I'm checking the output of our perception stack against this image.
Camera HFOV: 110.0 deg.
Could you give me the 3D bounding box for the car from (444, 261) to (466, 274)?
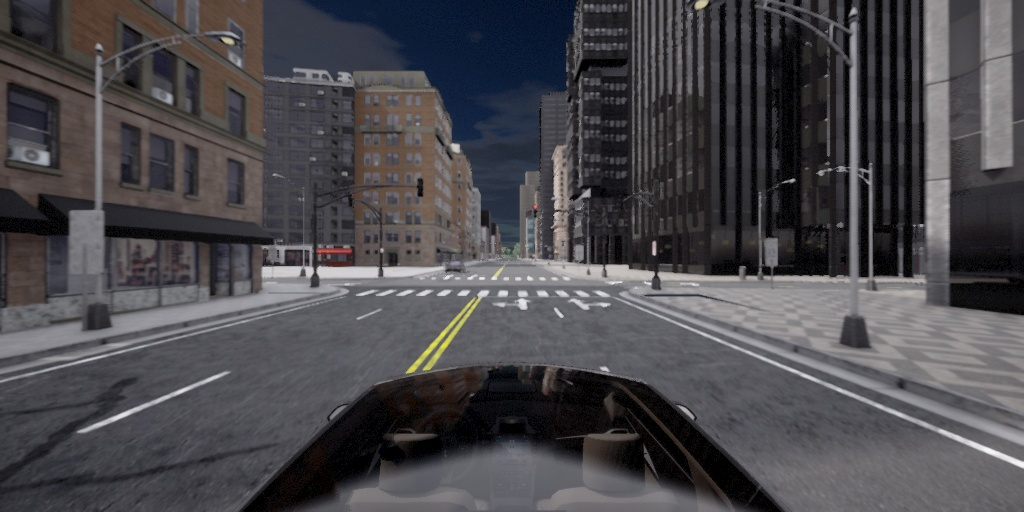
[{"bbox_3d":[-6.489,1.286,41.655,2.033,1.411,5.357,0,0,0],"label":"car"}]
